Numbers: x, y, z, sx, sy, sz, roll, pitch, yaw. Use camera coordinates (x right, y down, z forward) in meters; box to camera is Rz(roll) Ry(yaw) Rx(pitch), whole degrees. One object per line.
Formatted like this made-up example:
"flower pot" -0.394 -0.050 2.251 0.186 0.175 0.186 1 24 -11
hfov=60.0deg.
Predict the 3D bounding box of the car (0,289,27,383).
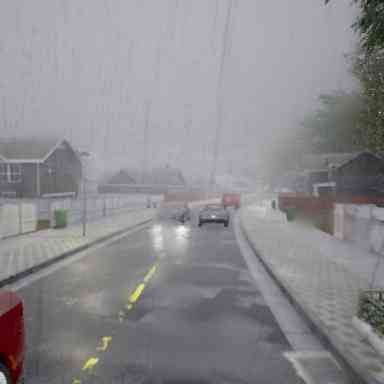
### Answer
"car" -2.739 1.469 1.524 1.882 1.535 5.008 0 0 1

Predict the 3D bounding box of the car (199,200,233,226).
"car" 1.593 1.509 22.962 1.994 1.385 4.181 0 0 7

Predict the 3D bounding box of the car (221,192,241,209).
"car" 4.995 1.059 42.445 2.150 2.045 5.566 1 1 13

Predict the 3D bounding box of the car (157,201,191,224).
"car" -1.195 1.425 24.019 1.837 1.490 4.892 0 0 8
